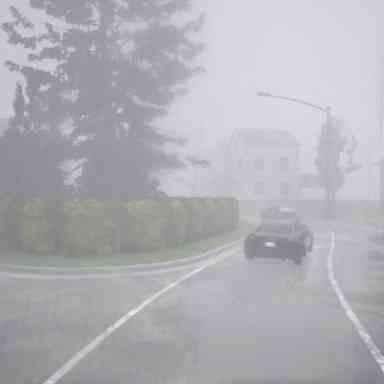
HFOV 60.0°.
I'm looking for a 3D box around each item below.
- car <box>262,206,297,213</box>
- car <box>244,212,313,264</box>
[{"bbox_3d":[6.843,1.813,26.134,1.812,1.442,4.674,0,0,-7],"label":"car"},{"bbox_3d":[3.410,1.705,12.682,1.994,1.385,4.181,0,-1,25],"label":"car"}]
